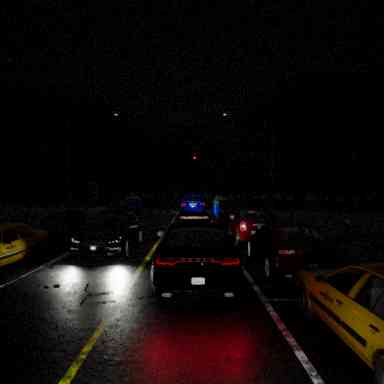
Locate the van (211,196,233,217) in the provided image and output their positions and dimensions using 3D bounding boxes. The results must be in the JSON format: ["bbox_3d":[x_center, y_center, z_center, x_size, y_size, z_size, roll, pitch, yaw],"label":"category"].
[{"bbox_3d":[2.754,1.346,31.530,1.690,1.788,3.998,0,0,0],"label":"van"}]

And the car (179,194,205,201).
[{"bbox_3d":[0.018,1.226,29.369,2.150,2.045,5.566,0,0,-2],"label":"car"}]

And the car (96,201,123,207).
[{"bbox_3d":[-5.769,1.527,20.483,1.752,1.417,4.829,0,0,0],"label":"car"}]

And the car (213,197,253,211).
[{"bbox_3d":[2.756,1.317,20.655,2.192,1.841,5.009,0,0,0],"label":"car"}]

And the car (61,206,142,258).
[{"bbox_3d":[-3.097,1.505,12.848,1.837,1.490,4.892,0,0,0],"label":"car"}]

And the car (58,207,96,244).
[{"bbox_3d":[-5.768,1.567,15.215,1.947,1.339,4.313,0,0,0],"label":"car"}]

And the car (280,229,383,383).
[{"bbox_3d":[2.759,1.525,4.512,1.752,1.417,4.829,0,0,0],"label":"car"}]

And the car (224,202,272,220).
[{"bbox_3d":[2.757,1.441,15.217,1.967,1.590,4.097,0,0,0],"label":"car"}]

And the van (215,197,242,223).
[{"bbox_3d":[2.755,1.345,26.092,1.690,1.788,3.998,0,0,0],"label":"van"}]

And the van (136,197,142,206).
[{"bbox_3d":[-5.771,1.346,31.528,1.690,1.788,3.998,0,0,0],"label":"van"}]

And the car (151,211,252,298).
[{"bbox_3d":[0.093,1.478,8.558,1.882,1.535,5.008,0,0,0],"label":"car"}]

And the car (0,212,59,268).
[{"bbox_3d":[-5.767,1.526,9.608,1.752,1.417,4.829,0,0,0],"label":"car"}]

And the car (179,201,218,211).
[{"bbox_3d":[0.093,1.493,19.001,2.128,1.511,4.902,0,0,0],"label":"car"}]

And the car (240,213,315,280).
[{"bbox_3d":[2.758,1.545,9.779,1.887,1.381,4.507,0,0,0],"label":"car"}]

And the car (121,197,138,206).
[{"bbox_3d":[-5.770,1.444,26.090,1.967,1.590,4.097,0,0,0],"label":"car"}]
